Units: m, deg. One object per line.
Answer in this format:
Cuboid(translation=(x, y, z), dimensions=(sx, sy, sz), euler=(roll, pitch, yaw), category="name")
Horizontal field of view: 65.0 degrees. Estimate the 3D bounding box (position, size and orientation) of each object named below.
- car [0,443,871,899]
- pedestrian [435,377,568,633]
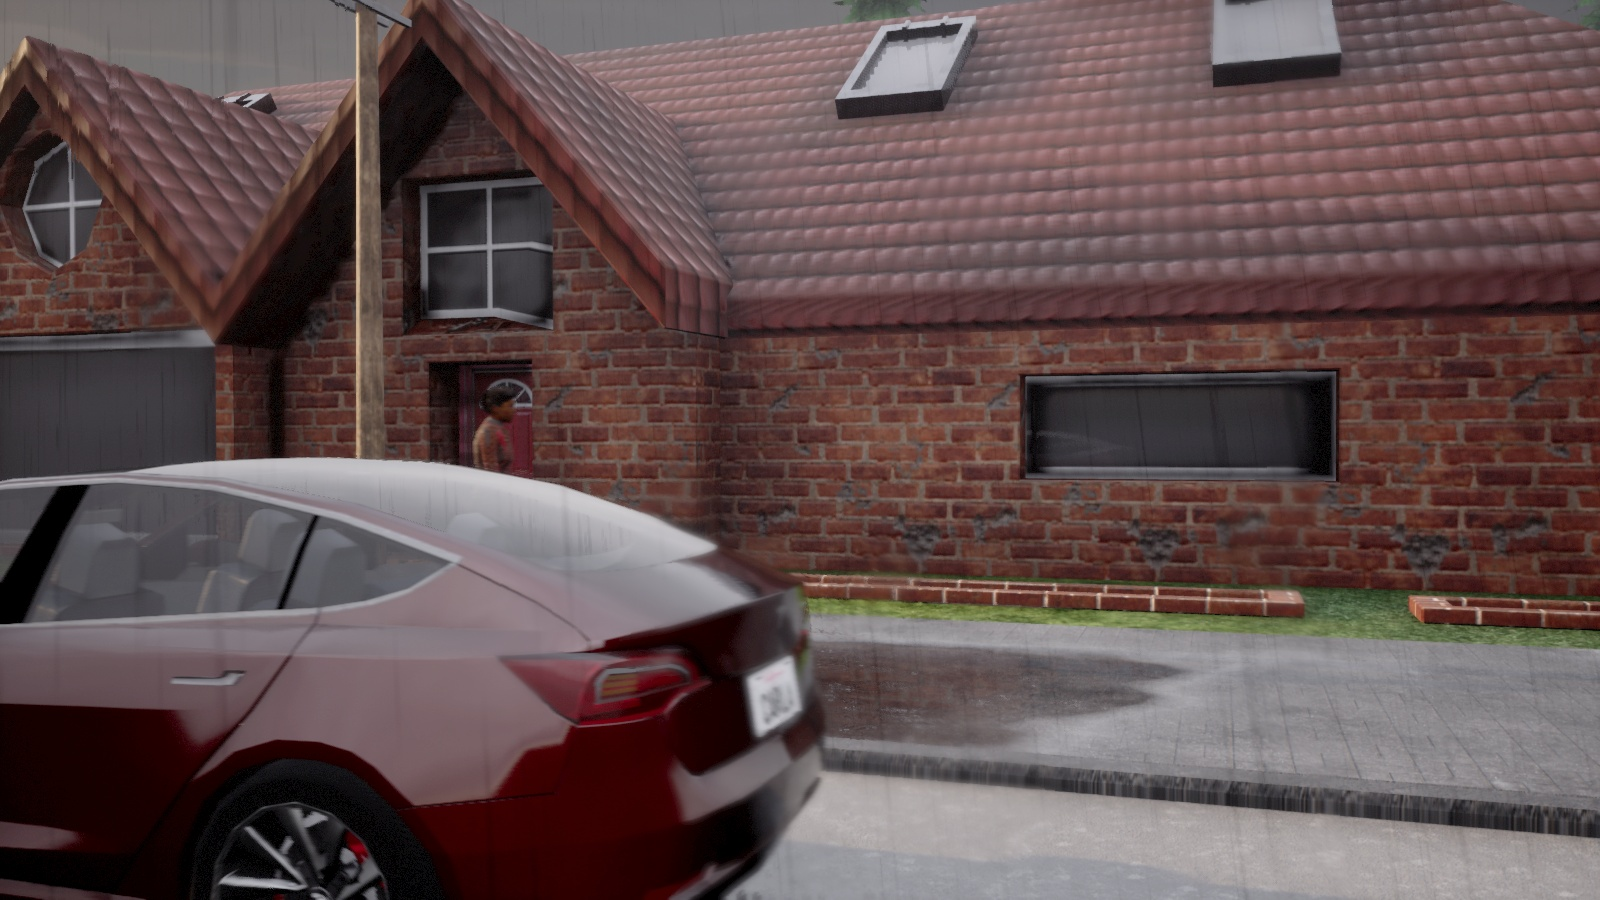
Cuboid(translation=(-2.350, 0.746, 4.511), dimensions=(4.792, 1.488, 2.163), euler=(1, 1, 19), category="car")
Cuboid(translation=(-2.136, 0.384, 9.017), dimensions=(0.869, 1.805, 0.328), euler=(0, 1, 3), category="pedestrian")
